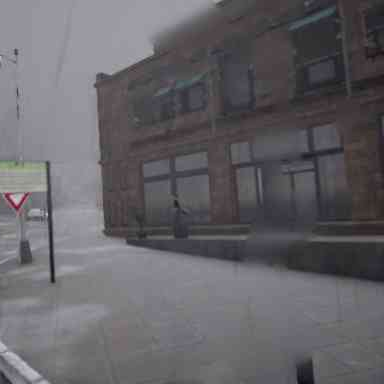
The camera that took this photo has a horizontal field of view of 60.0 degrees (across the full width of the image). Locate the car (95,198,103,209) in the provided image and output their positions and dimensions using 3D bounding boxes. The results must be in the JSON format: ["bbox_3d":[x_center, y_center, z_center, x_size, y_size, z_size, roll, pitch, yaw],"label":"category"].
[{"bbox_3d":[-15.986,1.989,62.799,2.150,2.045,5.566,-5,2,20],"label":"car"}]

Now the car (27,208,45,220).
[{"bbox_3d":[-20.451,2.858,43.523,1.812,1.442,4.674,-3,-1,-22],"label":"car"}]
